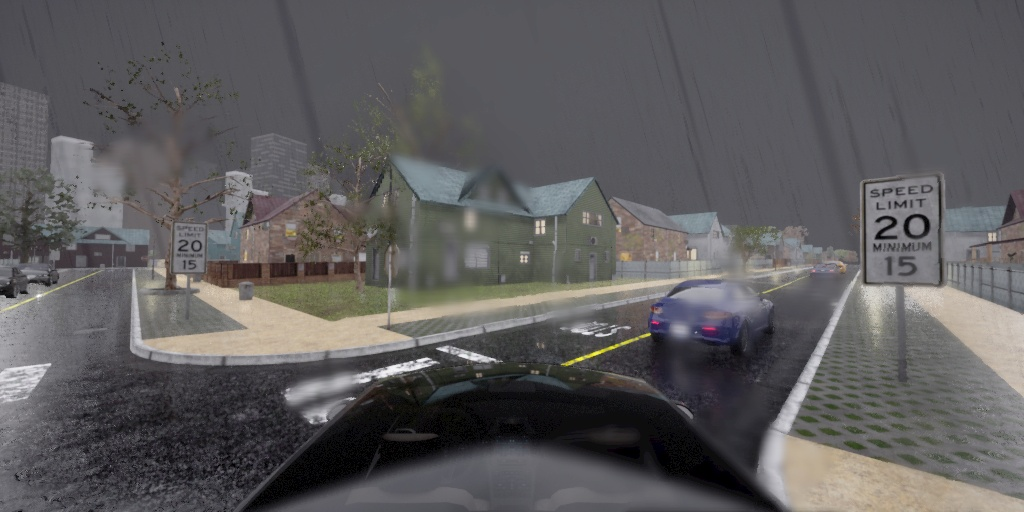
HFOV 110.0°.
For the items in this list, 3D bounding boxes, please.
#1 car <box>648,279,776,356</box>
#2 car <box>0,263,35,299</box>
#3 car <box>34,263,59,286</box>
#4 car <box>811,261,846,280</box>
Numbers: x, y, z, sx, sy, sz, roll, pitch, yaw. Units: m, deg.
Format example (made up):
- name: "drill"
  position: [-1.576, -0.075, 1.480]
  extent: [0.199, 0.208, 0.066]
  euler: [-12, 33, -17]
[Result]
- name: "car"
  position: [4.905, 1.273, 8.637]
  extent: [1.812, 1.442, 4.674]
  euler: [-1, 0, 45]
- name: "car"
  position: [-25.066, 1.243, 17.240]
  extent: [4.892, 1.490, 1.837]
  euler: [-1, -2, 43]
- name: "car"
  position: [-32.757, 1.263, 24.546]
  extent: [4.902, 1.511, 2.128]
  euler: [0, -2, 44]
- name: "car"
  position: [27.675, 1.304, 31.559]
  extent: [5.357, 1.411, 2.033]
  euler: [0, 0, -45]
